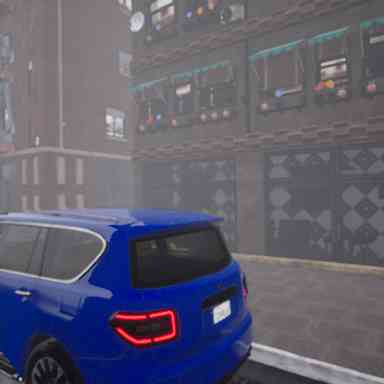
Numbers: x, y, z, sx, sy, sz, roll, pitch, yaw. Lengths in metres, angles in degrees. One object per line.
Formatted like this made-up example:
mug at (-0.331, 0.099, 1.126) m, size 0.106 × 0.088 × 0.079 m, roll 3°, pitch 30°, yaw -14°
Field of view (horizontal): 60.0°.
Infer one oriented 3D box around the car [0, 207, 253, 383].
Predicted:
car at (-1.915, 1.237, 4.700) m, size 5.566 × 2.045 × 2.150 m, roll 0°, pitch 0°, yaw 35°
